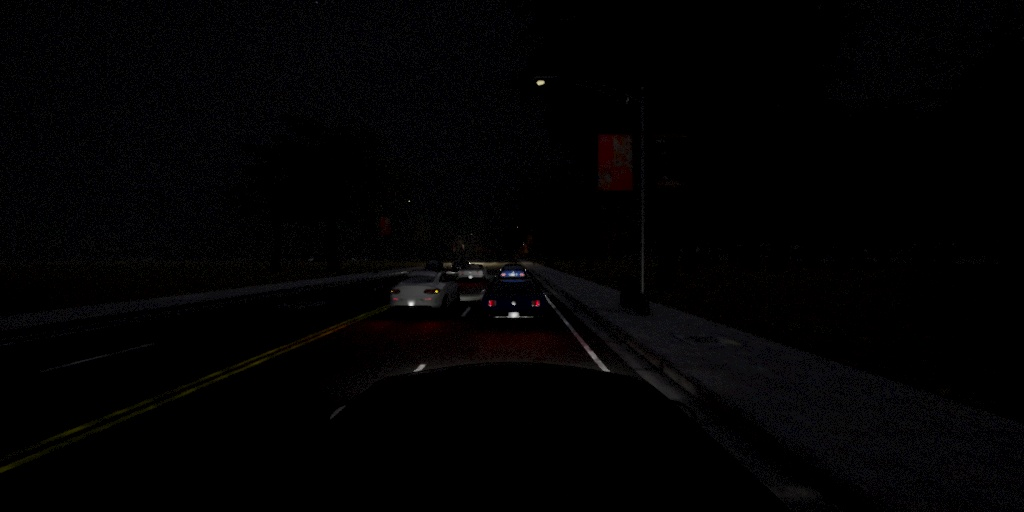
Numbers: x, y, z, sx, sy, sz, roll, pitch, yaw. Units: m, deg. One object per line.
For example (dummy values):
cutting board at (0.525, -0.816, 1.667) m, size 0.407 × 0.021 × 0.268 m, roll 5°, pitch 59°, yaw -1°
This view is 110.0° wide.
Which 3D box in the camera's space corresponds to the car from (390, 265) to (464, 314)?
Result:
car at (-3.170, 1.262, 13.631) m, size 1.812 × 1.442 × 4.674 m, roll 0°, pitch 0°, yaw 0°

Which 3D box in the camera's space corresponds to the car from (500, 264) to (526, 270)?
car at (0.064, 1.271, 26.245) m, size 2.033 × 1.411 × 5.357 m, roll 0°, pitch 0°, yaw 0°

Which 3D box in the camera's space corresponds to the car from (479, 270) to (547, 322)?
car at (0.071, 1.340, 12.165) m, size 1.895 × 1.301 × 4.718 m, roll 0°, pitch 0°, yaw 0°

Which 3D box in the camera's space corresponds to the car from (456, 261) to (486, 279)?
car at (-3.165, 1.320, 29.641) m, size 1.895 × 1.301 × 4.718 m, roll 0°, pitch 0°, yaw 0°

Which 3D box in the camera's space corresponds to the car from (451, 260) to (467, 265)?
car at (-6.593, 1.209, 45.915) m, size 1.837 × 1.490 × 4.892 m, roll 0°, pitch 0°, yaw 0°

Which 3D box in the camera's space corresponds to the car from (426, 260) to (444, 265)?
car at (-9.843, 1.229, 45.622) m, size 1.812 × 1.442 × 4.674 m, roll 0°, pitch 0°, yaw 0°
